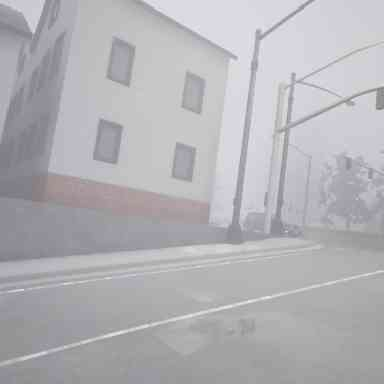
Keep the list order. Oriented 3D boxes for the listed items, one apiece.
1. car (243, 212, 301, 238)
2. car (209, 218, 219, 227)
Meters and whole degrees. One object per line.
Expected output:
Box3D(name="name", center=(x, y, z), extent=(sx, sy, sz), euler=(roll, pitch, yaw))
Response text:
Box3D(name="car", center=(7.005, 2.954, 29.616), extent=(2.150, 2.045, 5.566), euler=(12, -7, -35))
Box3D(name="car", center=(0.867, 3.300, 38.121), extent=(2.033, 1.411, 5.357), euler=(12, -7, -35))
